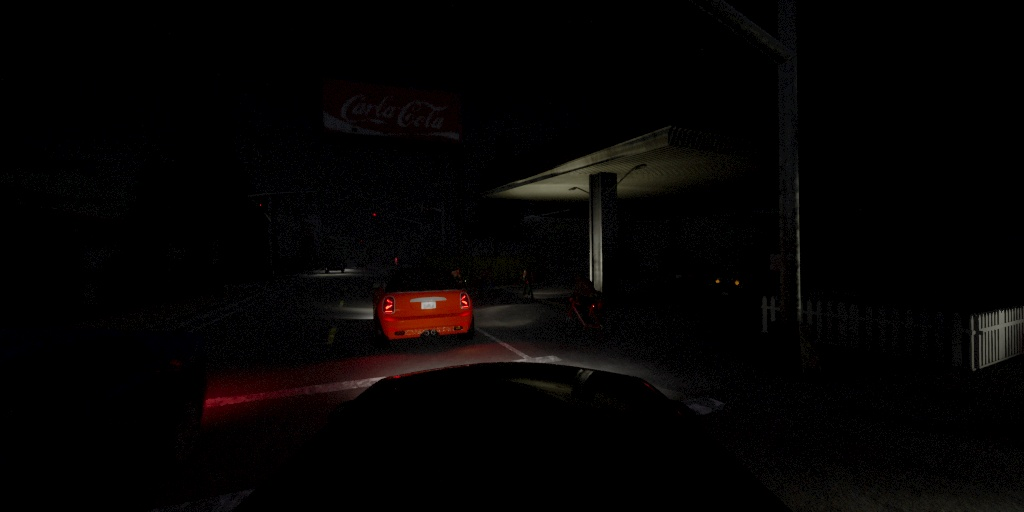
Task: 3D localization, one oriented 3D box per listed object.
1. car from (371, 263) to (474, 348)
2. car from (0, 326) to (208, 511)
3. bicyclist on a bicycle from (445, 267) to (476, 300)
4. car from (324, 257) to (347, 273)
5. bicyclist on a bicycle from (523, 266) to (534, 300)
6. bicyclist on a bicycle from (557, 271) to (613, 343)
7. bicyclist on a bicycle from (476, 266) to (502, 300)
[{"bbox_3d":[-2.527,1.057,9.444,2.097,1.767,4.553,-1,0,-22],"label":"car"},{"bbox_3d":[-3.303,1.218,1.639,1.882,1.535,5.008,0,1,-24],"label":"car"},{"bbox_3d":[-2.595,1.318,16.371,1.656,1.620,0.582,1,0,37],"label":"bicyclist on a bicycle"},{"bbox_3d":[-23.614,1.211,47.848,2.150,2.045,5.566,-1,0,-25],"label":"car"},{"bbox_3d":[0.824,1.332,17.861,0.582,1.620,1.656,-1,0,16],"label":"bicyclist on a bicycle"},{"bbox_3d":[1.719,1.199,8.651,0.582,1.620,1.656,3,-2,-42],"label":"bicyclist on a bicycle"},{"bbox_3d":[-1.285,1.344,17.750,1.656,1.620,0.582,0,0,-21],"label":"bicyclist on a bicycle"}]
